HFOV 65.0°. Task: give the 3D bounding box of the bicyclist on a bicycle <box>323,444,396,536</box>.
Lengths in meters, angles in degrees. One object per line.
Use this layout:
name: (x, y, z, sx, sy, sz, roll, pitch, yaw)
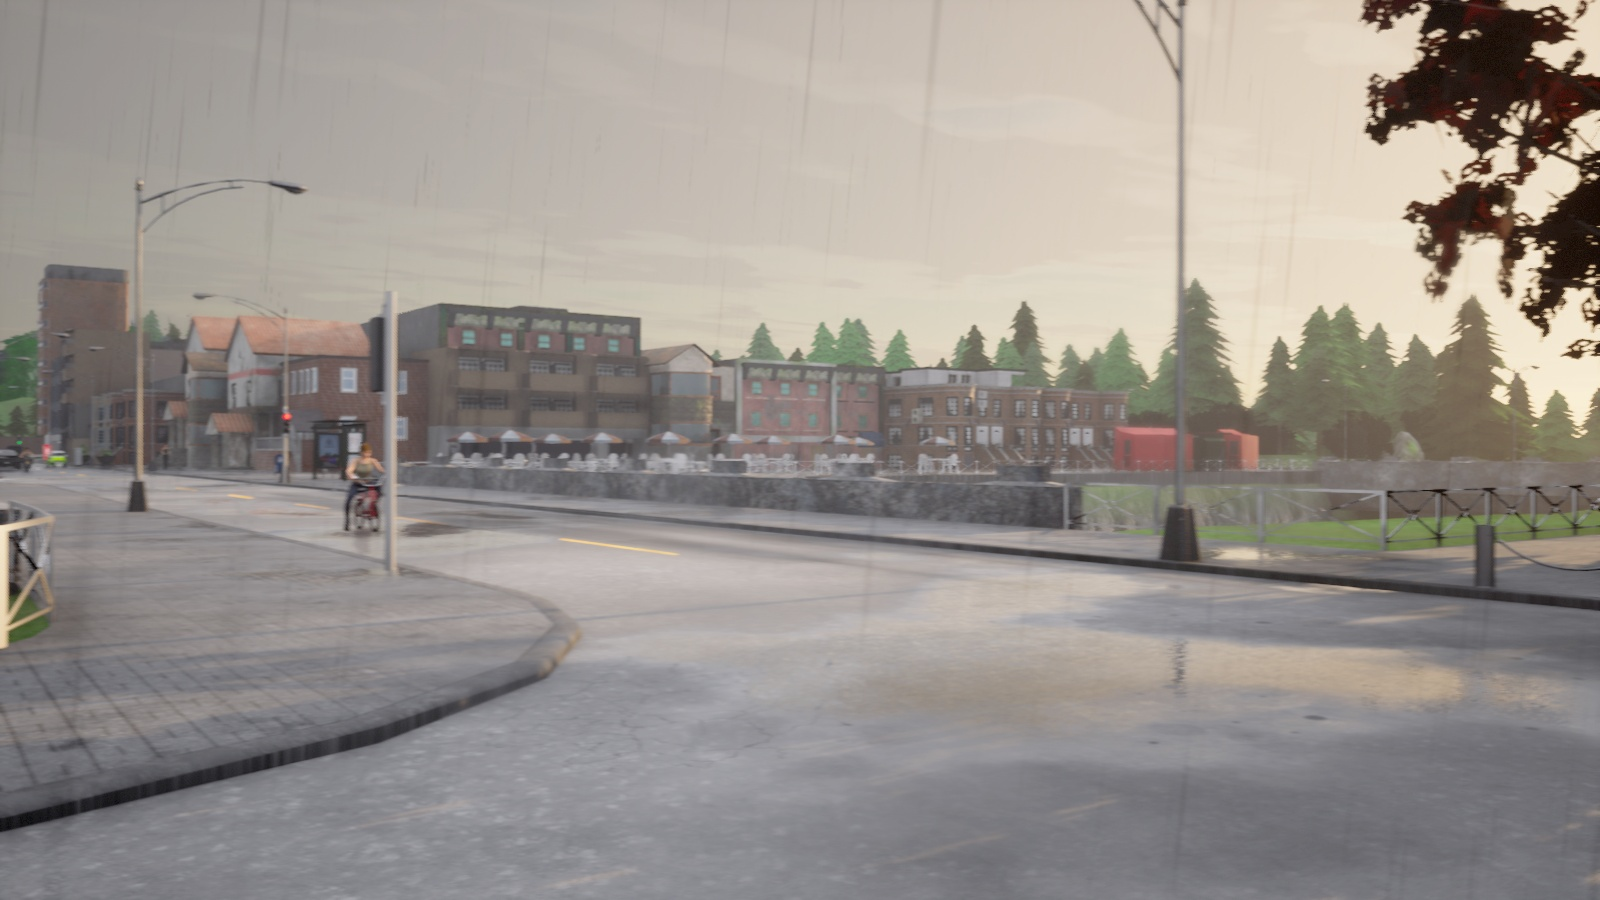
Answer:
bicyclist on a bicycle: (-8.057, 0.710, 22.959, 0.866, 1.612, 1.509, 0, 0, -36)
